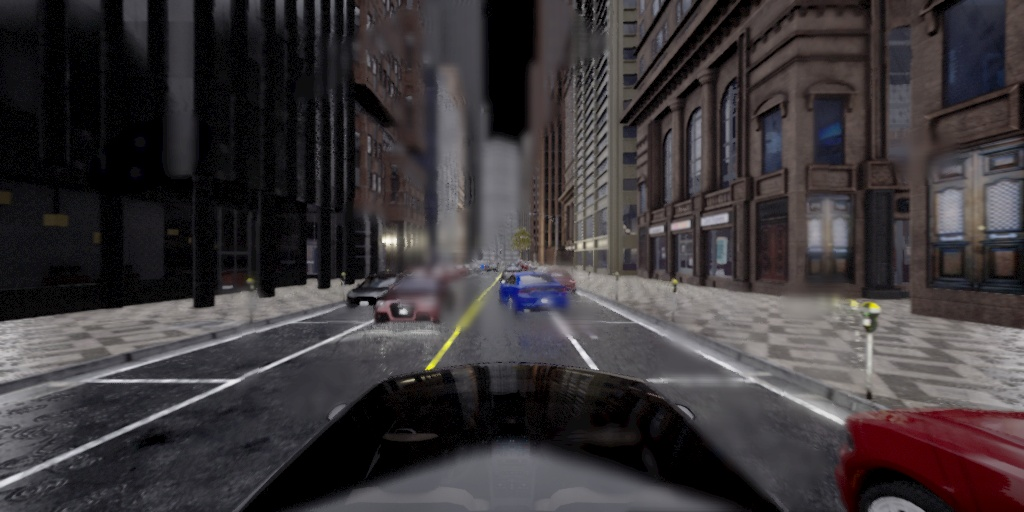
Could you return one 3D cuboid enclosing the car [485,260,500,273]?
[{"bbox_3d":[-2.990,1.867,56.371,1.837,1.490,4.892,0,-1,0],"label":"car"}]

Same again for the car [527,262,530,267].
[{"bbox_3d":[2.865,1.738,44.057,2.007,1.370,4.403,0,0,0],"label":"car"}]

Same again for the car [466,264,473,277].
[{"bbox_3d":[-5.662,1.677,38.428,1.888,1.381,4.507,0,0,0],"label":"car"}]

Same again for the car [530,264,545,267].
[{"bbox_3d":[2.863,1.601,32.978,1.751,1.417,4.829,0,0,0],"label":"car"}]

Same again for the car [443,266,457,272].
[{"bbox_3d":[-5.664,1.564,27.180,1.888,1.381,4.507,0,0,0],"label":"car"}]

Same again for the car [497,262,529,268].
[{"bbox_3d":[0.095,1.545,30.381,2.128,1.511,4.902,0,0,0],"label":"car"}]

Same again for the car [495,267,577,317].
[{"bbox_3d":[0.696,1.360,14.081,1.882,1.535,5.008,0,-1,-10],"label":"car"}]

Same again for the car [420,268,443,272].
[{"bbox_3d":[-5.665,1.506,21.555,1.888,1.381,4.507,0,0,0],"label":"car"}]

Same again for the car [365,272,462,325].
[{"bbox_3d":[-3.097,1.427,12.249,1.994,1.385,4.181,0,-1,0],"label":"car"}]

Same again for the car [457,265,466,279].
[{"bbox_3d":[-5.663,1.621,32.805,1.888,1.381,4.507,0,0,0],"label":"car"}]

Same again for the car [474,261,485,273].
[{"bbox_3d":[-5.659,1.846,55.302,2.007,1.370,4.403,0,0,0],"label":"car"}]

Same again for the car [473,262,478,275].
[{"bbox_3d":[-5.661,1.738,44.053,2.007,1.370,4.403,0,0,0],"label":"car"}]

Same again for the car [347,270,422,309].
[{"bbox_3d":[-5.666,1.468,15.930,1.948,1.339,4.313,0,0,0],"label":"car"}]

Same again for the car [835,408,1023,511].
[{"bbox_3d":[3.140,1.213,0.360,1.882,1.535,5.008,0,-1,0],"label":"car"}]
